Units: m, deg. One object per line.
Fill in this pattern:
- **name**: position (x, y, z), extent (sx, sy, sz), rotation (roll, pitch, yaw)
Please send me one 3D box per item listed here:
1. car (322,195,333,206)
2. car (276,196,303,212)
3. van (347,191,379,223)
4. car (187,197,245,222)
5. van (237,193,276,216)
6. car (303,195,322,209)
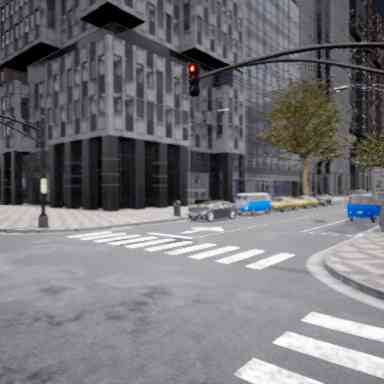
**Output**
- **car**: position (15.862, 0.999, 40.566), extent (2.008, 1.369, 4.403), rotation (0, 1, 40)
- **car**: position (8.563, 1.111, 31.800), extent (1.752, 1.417, 4.829), rotation (0, 1, 40)
- **van**: position (11.628, 1.012, 22.158), extent (1.690, 1.788, 3.998), rotation (0, 1, 40)
- **car**: position (1.482, 1.271, 23.297), extent (2.008, 1.369, 4.403), rotation (0, 1, 40)
- **van**: position (5.076, 0.993, 27.612), extent (1.690, 1.788, 3.998), rotation (0, 1, 40)
- **car**: position (12.158, 1.043, 36.118), extent (1.752, 1.417, 4.829), rotation (0, 1, 40)
